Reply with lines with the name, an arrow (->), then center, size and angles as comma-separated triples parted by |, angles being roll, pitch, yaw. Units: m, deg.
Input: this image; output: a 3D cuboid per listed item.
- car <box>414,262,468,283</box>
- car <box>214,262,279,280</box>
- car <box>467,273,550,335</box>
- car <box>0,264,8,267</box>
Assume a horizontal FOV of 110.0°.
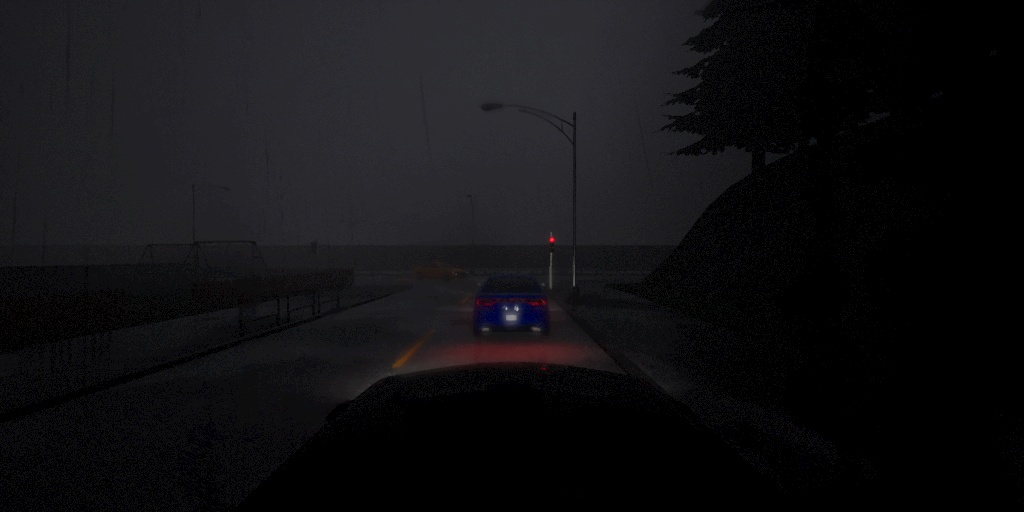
car -> -5.614, 1.228, 28.281 | 5.008, 1.535, 1.882 | 0, -2, 36
car -> -22.490, 1.254, 30.565 | 4.892, 1.490, 1.837 | 0, 0, 0
car -> -0.004, 1.228, 10.492 | 1.882, 1.535, 5.008 | 0, 0, 0
car -> -44.591, 1.314, 30.506 | 4.181, 1.385, 1.994 | 0, 0, 0
